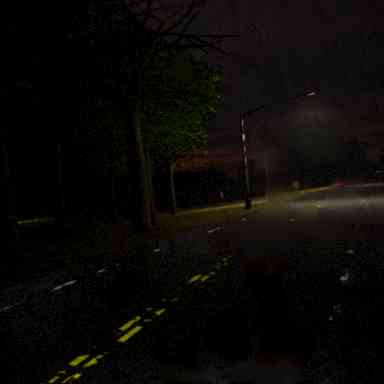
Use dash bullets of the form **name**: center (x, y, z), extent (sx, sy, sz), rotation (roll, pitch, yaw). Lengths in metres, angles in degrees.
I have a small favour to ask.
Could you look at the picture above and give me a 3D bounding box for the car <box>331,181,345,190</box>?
- **car**: center (29.658, -1.474, 67.600), extent (2.097, 1.767, 4.553), rotation (-5, 1, 29)
